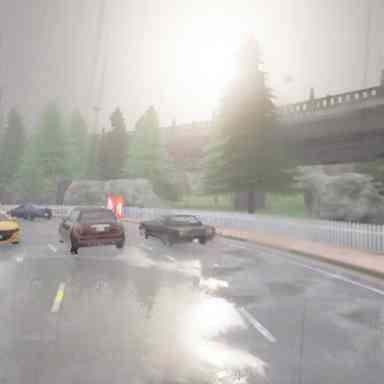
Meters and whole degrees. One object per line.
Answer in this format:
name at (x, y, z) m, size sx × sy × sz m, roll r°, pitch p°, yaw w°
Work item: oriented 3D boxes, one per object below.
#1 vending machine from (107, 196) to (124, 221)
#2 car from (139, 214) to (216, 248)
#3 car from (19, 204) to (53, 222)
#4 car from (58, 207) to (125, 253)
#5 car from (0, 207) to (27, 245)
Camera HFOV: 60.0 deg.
vending machine at (-6.563, 1.376, 28.668) m, size 0.880 × 2.100 × 1.100 m, roll 0°, pitch 0°, yaw 40°
car at (-0.888, 1.687, 15.417) m, size 1.895 × 1.301 × 4.718 m, roll 0°, pitch 0°, yaw -28°
car at (-14.017, 1.739, 28.731) m, size 4.674 × 1.442 × 1.812 m, roll 0°, pitch -1°, yaw 31°
car at (-4.499, 1.449, 14.507) m, size 2.097 × 1.767 × 4.553 m, roll 0°, pitch 0°, yaw -28°
car at (-9.498, 1.602, 15.610) m, size 1.882 × 1.535 × 5.008 m, roll 1°, pitch -1°, yaw -39°
